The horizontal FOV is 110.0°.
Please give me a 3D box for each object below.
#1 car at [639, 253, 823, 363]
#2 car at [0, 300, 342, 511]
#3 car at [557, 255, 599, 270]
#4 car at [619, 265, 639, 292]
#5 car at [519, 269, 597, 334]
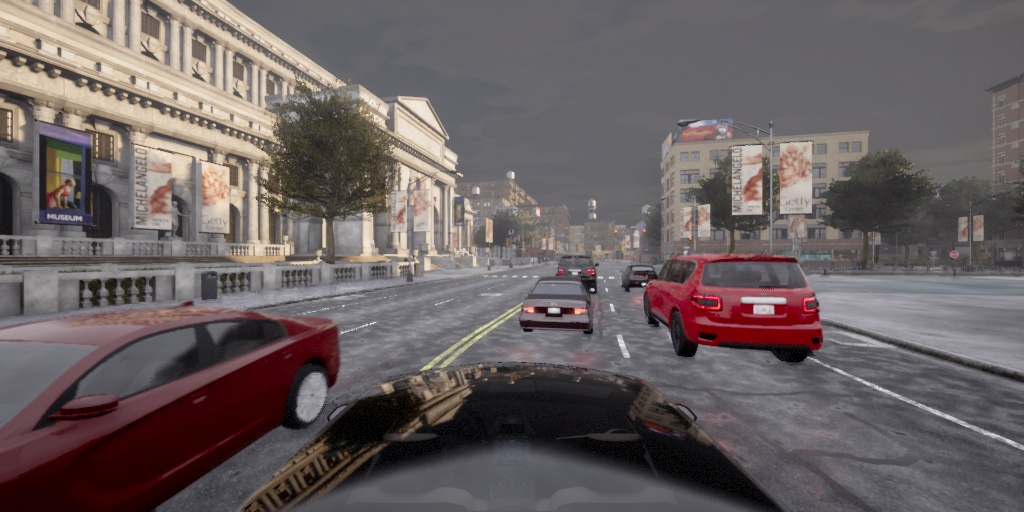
[{"bbox_3d":[4.625,0.971,8.475,2.150,2.045,5.566,0,0,11],"label":"car"},{"bbox_3d":[-3.394,1.227,2.868,1.882,1.535,5.008,0,0,4],"label":"car"},{"bbox_3d":[3.786,0.971,20.656,2.150,2.045,5.566,0,0,13],"label":"car"},{"bbox_3d":[7.528,1.254,21.208,1.837,1.490,4.892,0,0,13],"label":"car"},{"bbox_3d":[1.455,1.297,10.677,2.033,1.411,5.357,0,0,11],"label":"car"}]
